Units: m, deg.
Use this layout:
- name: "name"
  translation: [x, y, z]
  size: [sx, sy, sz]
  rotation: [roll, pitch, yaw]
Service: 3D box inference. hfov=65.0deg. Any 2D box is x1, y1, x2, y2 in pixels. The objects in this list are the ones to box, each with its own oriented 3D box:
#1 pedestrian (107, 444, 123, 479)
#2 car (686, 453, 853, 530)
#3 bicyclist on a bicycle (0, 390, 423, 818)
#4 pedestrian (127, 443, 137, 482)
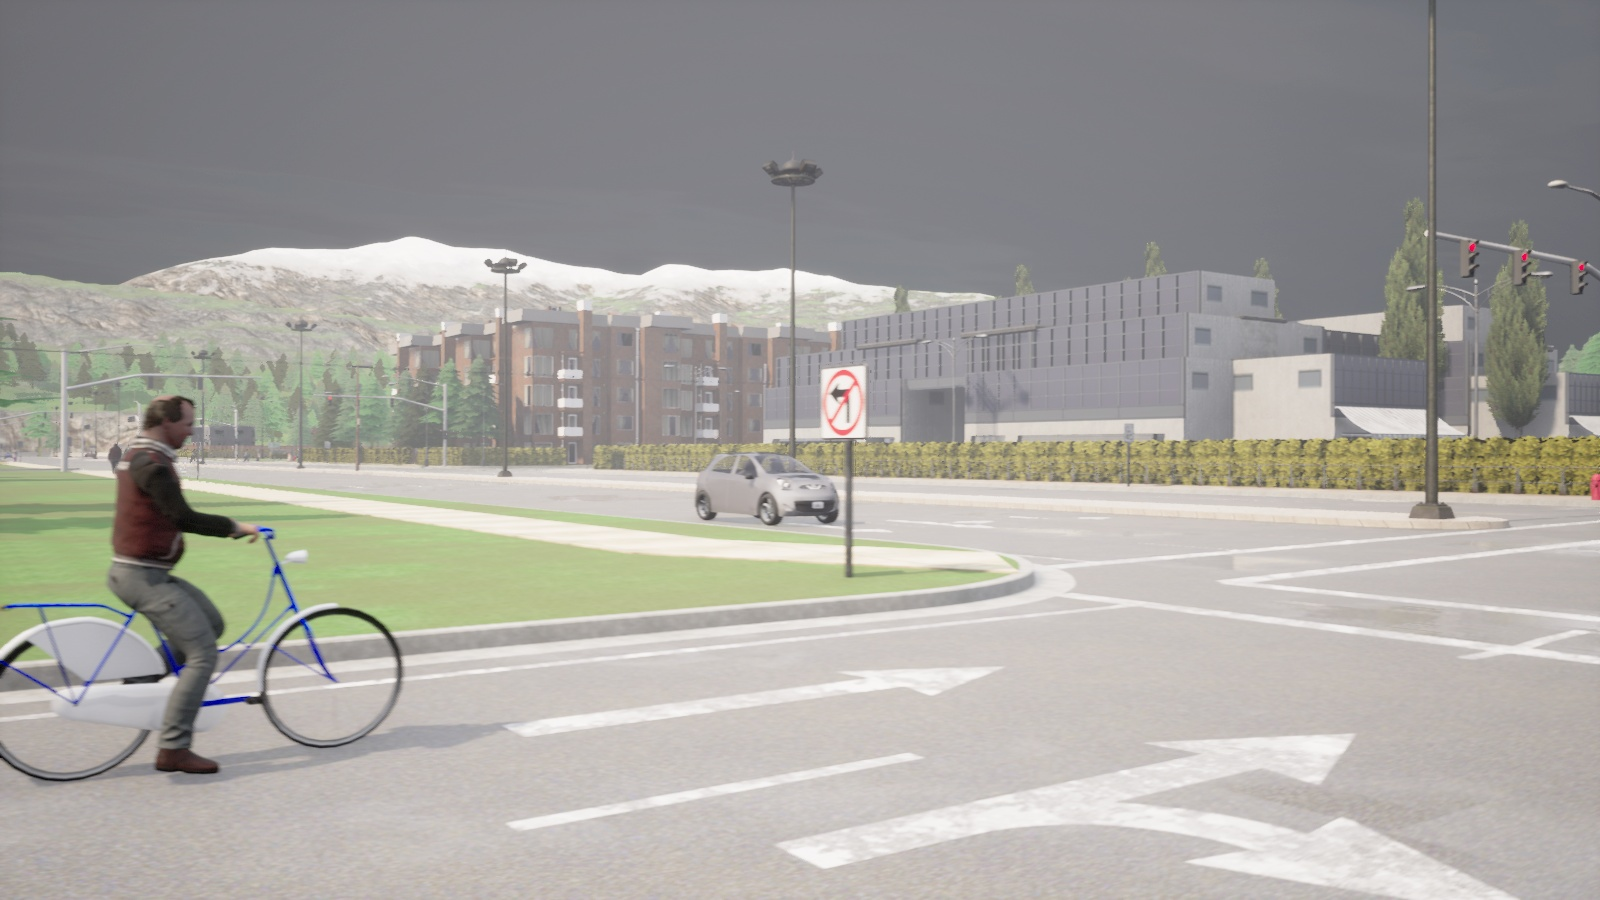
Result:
- name: "pedestrian"
  translation: [-37.000, 0.626, 67.822]
  size: [0.634, 1.844, 0.899]
  rotation: [0, 0, -35]
- name: "car"
  translation: [-0.717, 0.823, 26.777]
  size: [1.845, 1.501, 3.633]
  rotation: [0, 0, -36]
- name: "bicyclist on a bicycle"
  translation: [-2.818, 0.636, 5.963]
  size: [1.843, 1.776, 0.659]
  rotation: [0, 0, -35]
- name: "pedestrian"
  translation: [-33.417, 0.606, 62.830]
  size: [0.396, 1.930, 0.692]
  rotation: [0, 0, -33]
